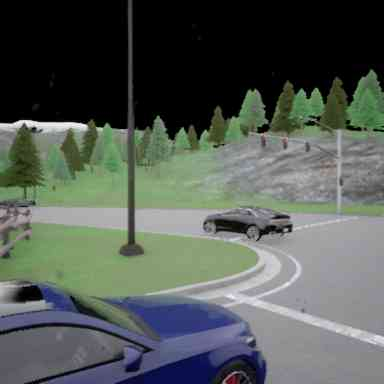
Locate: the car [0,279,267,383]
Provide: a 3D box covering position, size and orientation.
[{"bbox_3d":[-1.410,1.524,2.782,4.674,1.442,1.812,0,0,-37],"label":"car"}]

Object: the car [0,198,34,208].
[{"bbox_3d":[-24.550,1.511,45.710,5.357,1.411,2.033,0,0,6],"label":"car"}]

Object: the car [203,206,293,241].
[{"bbox_3d":[2.548,1.426,16.297,2.128,1.511,4.902,0,0,-38],"label":"car"}]
